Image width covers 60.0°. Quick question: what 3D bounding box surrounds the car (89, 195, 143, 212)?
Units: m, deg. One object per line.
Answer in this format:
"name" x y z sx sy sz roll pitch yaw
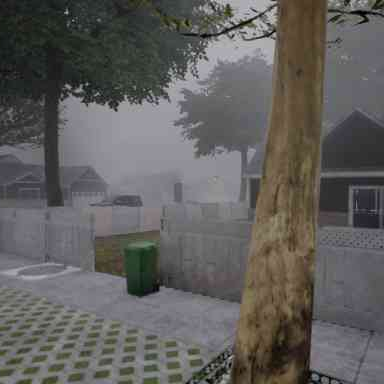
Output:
"car" -6.780 1.291 30.017 2.150 2.045 5.566 1 0 35

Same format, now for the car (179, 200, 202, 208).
"car" -0.385 1.675 39.236 1.994 1.385 4.181 1 0 35
